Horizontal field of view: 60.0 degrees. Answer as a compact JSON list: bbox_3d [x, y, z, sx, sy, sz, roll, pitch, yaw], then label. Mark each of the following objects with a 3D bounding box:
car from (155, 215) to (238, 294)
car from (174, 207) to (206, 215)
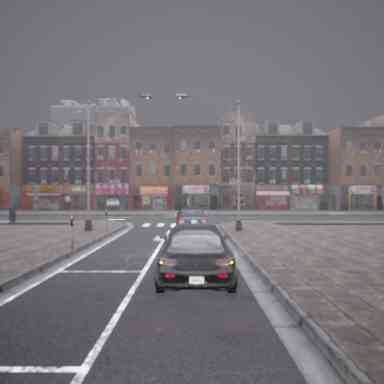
[{"bbox_3d":[0.092,1.573,8.809,1.812,1.442,4.674,0,0,0],"label":"car"},{"bbox_3d":[-0.077,1.657,20.481,2.033,1.411,5.357,0,0,-3],"label":"car"}]
